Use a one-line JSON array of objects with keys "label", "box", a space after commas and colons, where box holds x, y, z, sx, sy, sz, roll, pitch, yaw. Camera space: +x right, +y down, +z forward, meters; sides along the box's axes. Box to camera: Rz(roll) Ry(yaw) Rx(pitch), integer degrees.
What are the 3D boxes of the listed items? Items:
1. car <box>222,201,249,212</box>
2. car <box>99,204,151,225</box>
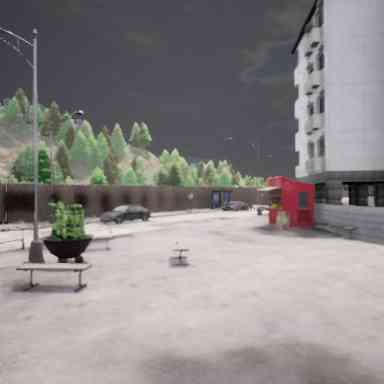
[{"label": "car", "box": [5.425, 1.770, 41.679, 1.994, 1.385, 4.181, -1, 0, 36]}, {"label": "car", "box": [-5.261, 1.731, 26.677, 1.812, 1.442, 4.674, -1, 0, 35]}]
